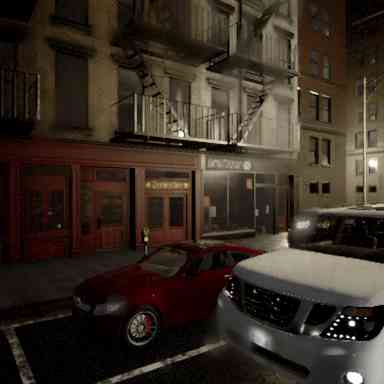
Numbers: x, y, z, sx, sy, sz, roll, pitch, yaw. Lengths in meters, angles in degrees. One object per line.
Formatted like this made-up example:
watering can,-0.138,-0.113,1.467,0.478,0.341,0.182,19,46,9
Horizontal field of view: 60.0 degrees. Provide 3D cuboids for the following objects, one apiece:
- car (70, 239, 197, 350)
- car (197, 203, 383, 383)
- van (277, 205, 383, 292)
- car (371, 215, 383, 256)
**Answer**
car,-0.029,1.581,6.161,4.206,1.307,1.802,0,0,-35
car,2.996,1.220,5.153,5.566,2.045,2.150,0,0,-35
van,4.386,1.339,9.281,3.998,1.788,1.690,0,0,-35
car,8.801,1.547,12.402,4.403,1.369,2.008,0,0,-35
